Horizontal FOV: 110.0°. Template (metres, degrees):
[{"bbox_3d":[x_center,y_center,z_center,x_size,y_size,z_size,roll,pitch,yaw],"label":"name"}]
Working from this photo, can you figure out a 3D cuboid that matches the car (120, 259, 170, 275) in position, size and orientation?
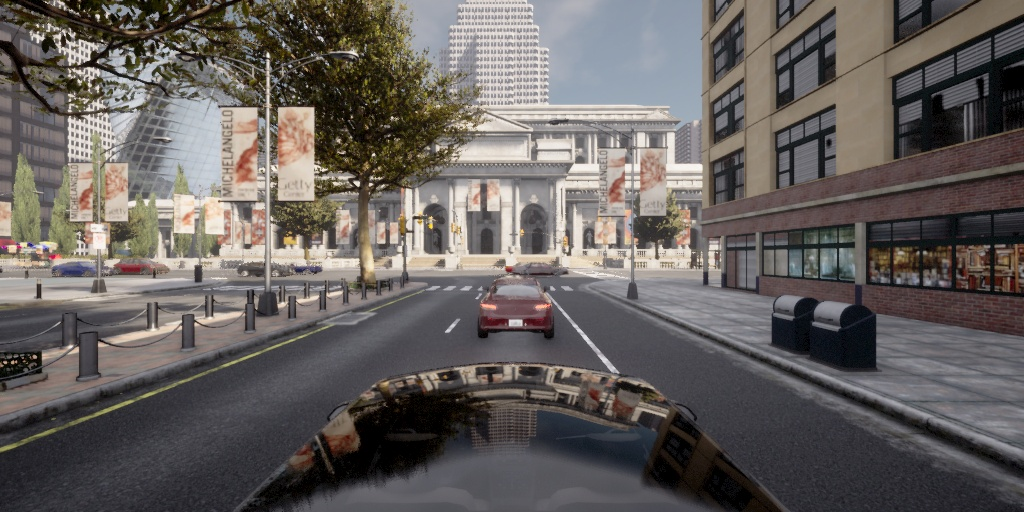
[{"bbox_3d":[-38.948,1.102,37.757,4.553,1.767,2.097,0,0,0],"label":"car"}]

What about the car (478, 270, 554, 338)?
[{"bbox_3d":[0.118,1.276,10.021,1.812,1.442,4.674,0,0,1],"label":"car"}]

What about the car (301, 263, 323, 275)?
[{"bbox_3d":[-22.507,1.351,37.588,4.718,1.301,1.895,0,0,1],"label":"car"}]

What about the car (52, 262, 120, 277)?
[{"bbox_3d":[-41.018,1.275,34.280,4.674,1.442,1.812,0,0,0],"label":"car"}]

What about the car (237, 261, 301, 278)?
[{"bbox_3d":[-23.323,1.254,34.096,4.892,1.490,1.837,0,0,1],"label":"car"}]

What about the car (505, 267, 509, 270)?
[{"bbox_3d":[1.615,1.349,37.306,4.718,1.301,1.895,0,0,1],"label":"car"}]

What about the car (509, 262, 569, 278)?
[{"bbox_3d":[2.621,1.296,33.795,5.357,1.411,2.033,0,0,1],"label":"car"}]
